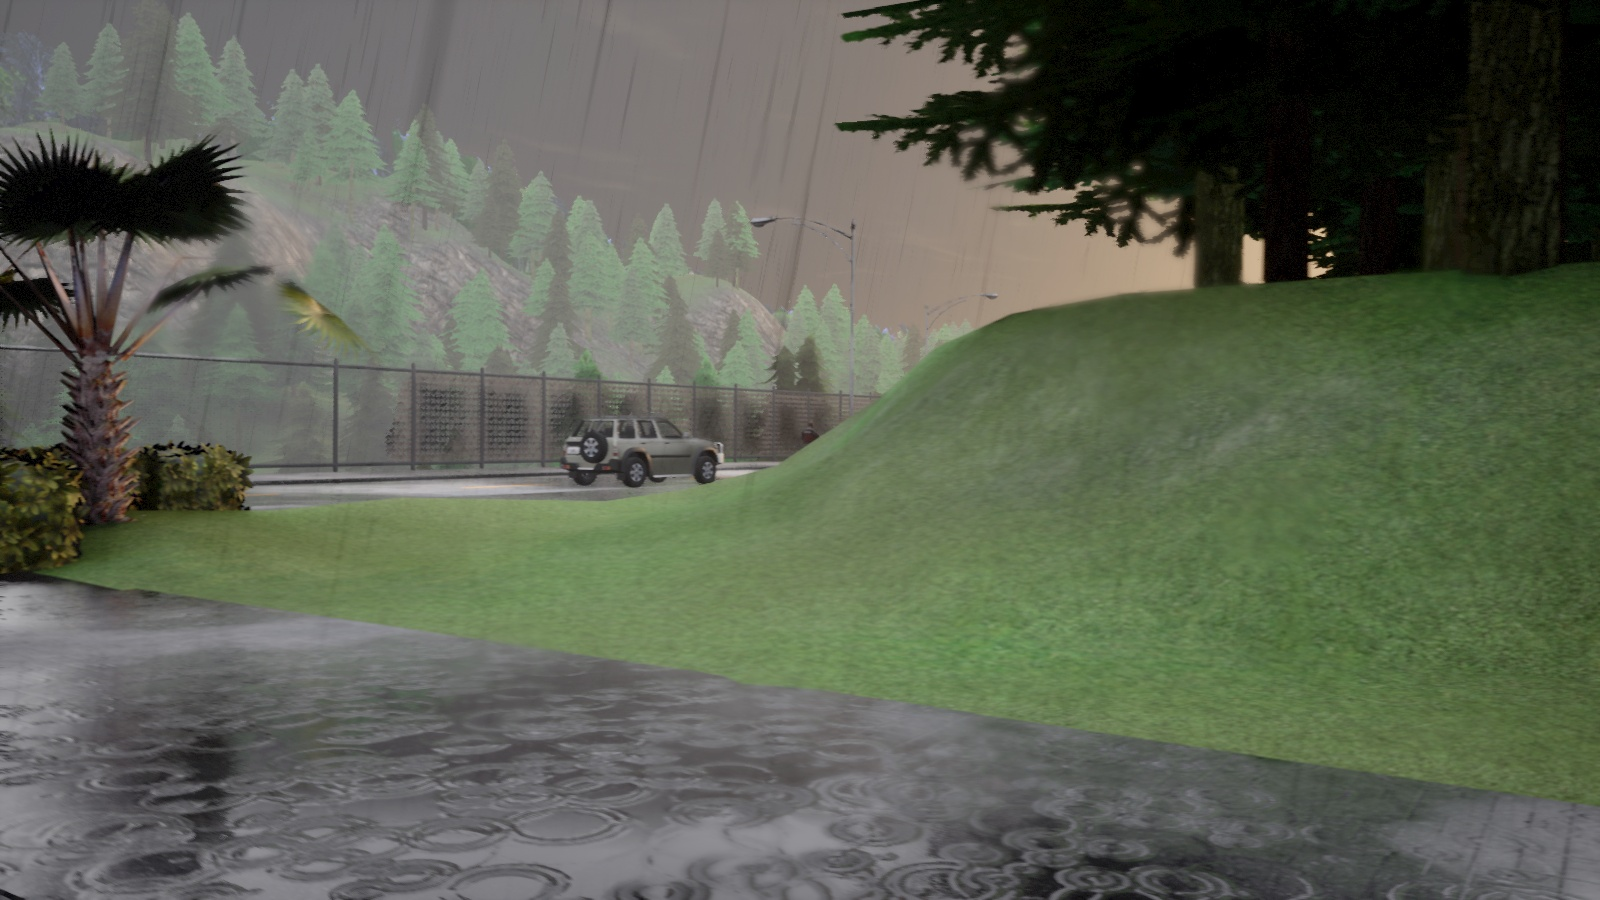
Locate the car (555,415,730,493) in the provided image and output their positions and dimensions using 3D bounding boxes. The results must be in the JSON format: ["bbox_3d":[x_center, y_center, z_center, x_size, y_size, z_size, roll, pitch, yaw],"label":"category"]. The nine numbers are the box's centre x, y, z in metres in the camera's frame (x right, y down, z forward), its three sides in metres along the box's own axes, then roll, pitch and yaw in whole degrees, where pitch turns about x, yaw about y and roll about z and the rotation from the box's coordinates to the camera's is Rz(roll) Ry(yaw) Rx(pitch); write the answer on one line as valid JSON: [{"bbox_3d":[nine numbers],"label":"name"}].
[{"bbox_3d":[-3.957,0.059,32.397,1.932,1.855,4.605,0,1,34],"label":"car"}]
